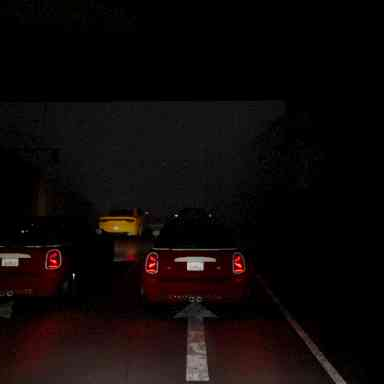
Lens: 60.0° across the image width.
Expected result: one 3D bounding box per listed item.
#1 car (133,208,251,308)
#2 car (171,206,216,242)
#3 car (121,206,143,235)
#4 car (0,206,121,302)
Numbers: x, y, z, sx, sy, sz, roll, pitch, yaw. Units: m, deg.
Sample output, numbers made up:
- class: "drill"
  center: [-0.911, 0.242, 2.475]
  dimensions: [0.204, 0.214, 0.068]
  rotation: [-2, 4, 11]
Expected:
- class: "car"
  center: [0.067, 1.352, 8.092]
  dimensions: [2.097, 1.767, 4.553]
  rotation: [0, 0, 0]
- class: "car"
  center: [0.068, 1.547, 17.618]
  dimensions: [2.033, 1.411, 5.357]
  rotation: [0, 0, 0]
- class: "car"
  center: [-3.433, 1.478, 17.508]
  dimensions: [1.882, 1.535, 5.008]
  rotation: [0, 0, 0]
- class: "car"
  center: [-3.428, 1.352, 8.419]
  dimensions: [2.097, 1.767, 4.553]
  rotation: [0, 0, 0]
